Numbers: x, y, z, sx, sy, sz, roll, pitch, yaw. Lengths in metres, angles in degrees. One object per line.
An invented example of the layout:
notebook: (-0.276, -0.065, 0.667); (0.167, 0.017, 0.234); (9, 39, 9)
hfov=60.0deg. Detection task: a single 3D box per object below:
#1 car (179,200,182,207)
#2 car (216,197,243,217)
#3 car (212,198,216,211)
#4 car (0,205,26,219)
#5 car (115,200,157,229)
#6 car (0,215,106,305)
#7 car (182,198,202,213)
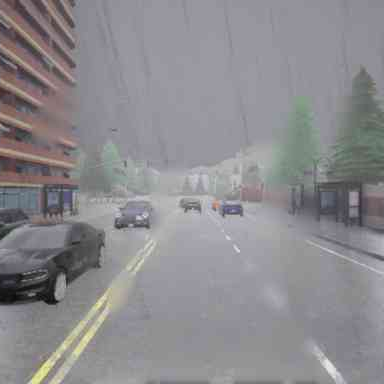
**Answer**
car: (-0.682, 1.549, 47.602); (2.033, 1.411, 5.357); (0, 0, -9)
car: (3.620, 1.488, 31.541); (1.882, 1.535, 5.008); (0, 0, 0)
car: (3.615, 1.366, 41.601); (2.097, 1.767, 4.553); (0, 0, 0)
car: (-7.071, 1.356, 11.099); (2.097, 1.767, 4.553); (0, 0, 0)
car: (-3.505, 1.359, 21.451); (2.097, 1.767, 4.553); (0, 0, 0)
car: (-3.583, 1.480, 8.333); (1.882, 1.535, 5.008); (0, 0, 0)
car: (0.090, 1.517, 37.927); (1.837, 1.490, 4.892); (0, 0, 0)
